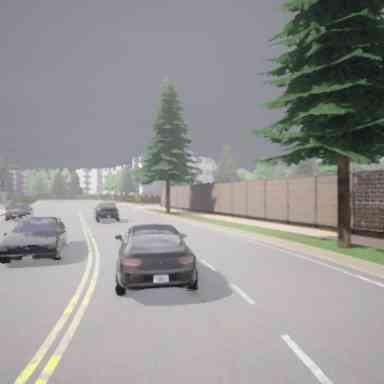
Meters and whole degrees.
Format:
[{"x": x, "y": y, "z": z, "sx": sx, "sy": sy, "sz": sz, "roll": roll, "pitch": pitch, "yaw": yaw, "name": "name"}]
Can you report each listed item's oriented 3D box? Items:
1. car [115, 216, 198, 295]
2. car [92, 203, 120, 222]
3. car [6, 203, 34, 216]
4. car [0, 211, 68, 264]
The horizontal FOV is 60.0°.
[{"x": -1.051, "y": 1.575, "z": 8.882, "sx": 1.812, "sy": 1.442, "sz": 4.674, "roll": 0, "pitch": 0, "yaw": -11, "name": "car"}, {"x": -7.329, "y": 1.696, "z": 28.388, "sx": 1.837, "sy": 1.490, "sz": 4.892, "roll": 0, "pitch": 0, "yaw": -19, "name": "car"}, {"x": -15.482, "y": 1.772, "z": 30.156, "sx": 1.837, "sy": 1.490, "sz": 4.892, "roll": 0, "pitch": 0, "yaw": -20, "name": "car"}, {"x": -5.790, "y": 1.656, "z": 12.693, "sx": 2.033, "sy": 1.411, "sz": 5.357, "roll": 0, "pitch": 0, "yaw": -17, "name": "car"}]
